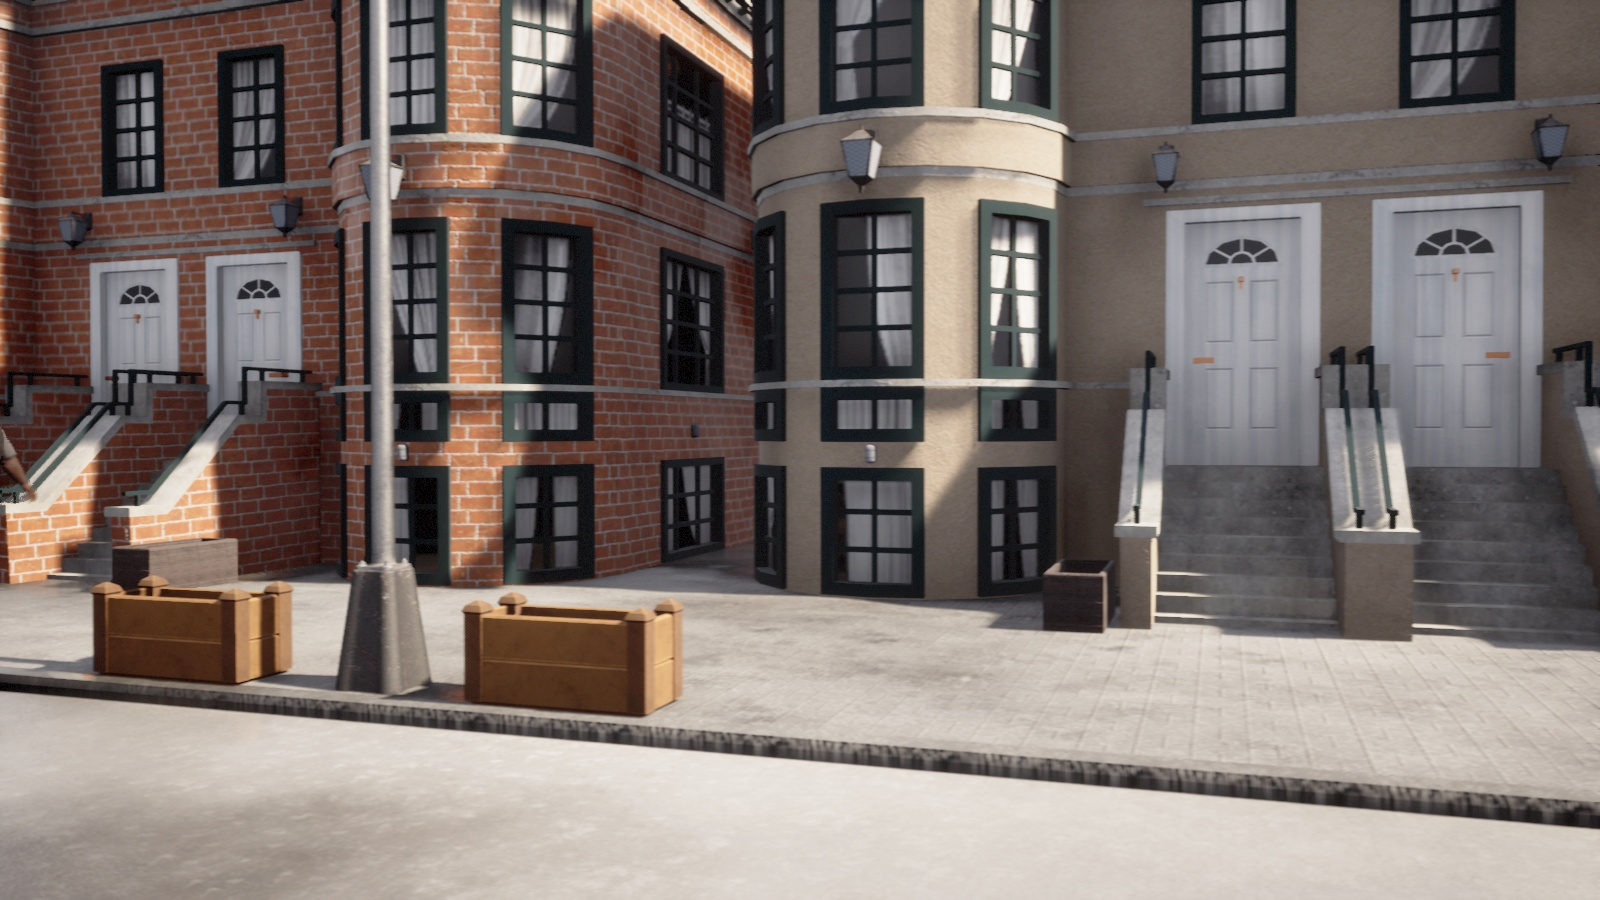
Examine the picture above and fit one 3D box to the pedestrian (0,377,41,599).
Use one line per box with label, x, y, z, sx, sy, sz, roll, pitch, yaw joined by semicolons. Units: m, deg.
pedestrian;-7.132;0.316;10.846;0.849;1.883;0.563;1;1;19
